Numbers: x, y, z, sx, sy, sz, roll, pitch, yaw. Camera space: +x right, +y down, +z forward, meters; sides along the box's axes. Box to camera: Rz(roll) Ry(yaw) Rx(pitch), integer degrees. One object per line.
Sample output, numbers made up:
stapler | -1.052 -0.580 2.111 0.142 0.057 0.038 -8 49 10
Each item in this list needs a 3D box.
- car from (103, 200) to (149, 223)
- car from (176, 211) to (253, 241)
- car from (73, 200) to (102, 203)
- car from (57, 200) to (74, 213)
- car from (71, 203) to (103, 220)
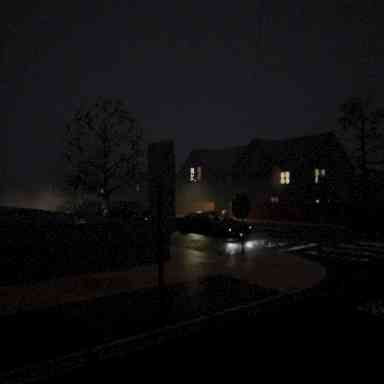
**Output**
car | -4.991 1.724 27.128 2.150 2.045 5.566 -1 -1 -36
car | 0.957 1.808 18.837 2.033 1.411 5.357 -1 0 -36
car | -13.417 2.101 43.840 2.150 2.045 5.566 -1 -1 -35
car | -19.614 2.353 52.412 2.150 2.045 5.566 -1 -1 -36
car | -10.955 2.223 35.466 1.882 1.535 5.008 -1 -1 -36
